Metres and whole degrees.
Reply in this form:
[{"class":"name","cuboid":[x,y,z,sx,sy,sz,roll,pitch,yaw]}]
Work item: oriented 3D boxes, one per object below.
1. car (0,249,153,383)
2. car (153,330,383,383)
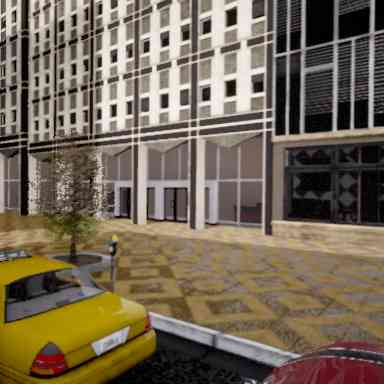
[{"class":"car","cuboid":[-2.721,1.512,4.805,4.829,1.417,1.752,0,1,35]},{"class":"car","cuboid":[2.045,1.442,1.406,4.097,1.590,1.967,0,1,35]}]
